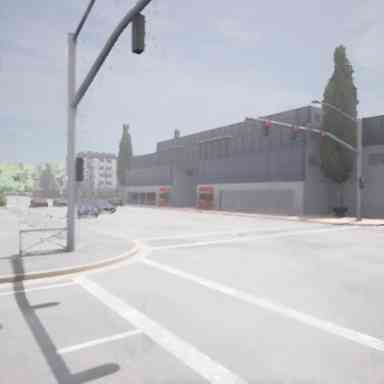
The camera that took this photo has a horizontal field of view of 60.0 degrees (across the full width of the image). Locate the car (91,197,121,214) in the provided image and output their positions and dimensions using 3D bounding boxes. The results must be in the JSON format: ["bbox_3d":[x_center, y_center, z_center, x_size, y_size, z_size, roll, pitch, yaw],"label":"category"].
[{"bbox_3d":[-10.015,1.620,36.559,2.033,1.411,5.357,0,0,-34],"label":"car"}]

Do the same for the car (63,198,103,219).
[{"bbox_3d":[-9.967,1.578,30.236,1.812,1.442,4.674,0,0,-34],"label":"car"}]

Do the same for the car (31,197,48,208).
[{"bbox_3d":[-22.555,1.534,49.119,1.882,1.535,5.008,0,-1,-33],"label":"car"}]

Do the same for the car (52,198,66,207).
[{"bbox_3d":[-20.715,1.644,52.696,2.033,1.411,5.357,0,0,-34],"label":"car"}]

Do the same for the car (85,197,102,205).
[{"bbox_3d":[-18.263,1.680,61.609,1.994,1.385,4.181,0,0,-34],"label":"car"}]

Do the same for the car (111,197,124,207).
[{"bbox_3d":[-12.536,1.606,53.165,2.128,1.511,4.902,0,0,-33],"label":"car"}]
